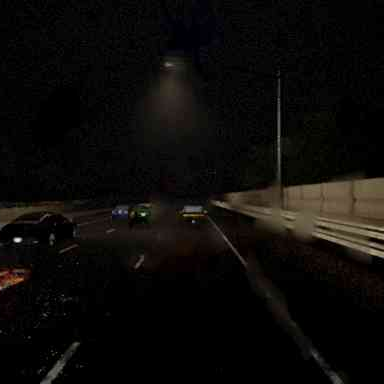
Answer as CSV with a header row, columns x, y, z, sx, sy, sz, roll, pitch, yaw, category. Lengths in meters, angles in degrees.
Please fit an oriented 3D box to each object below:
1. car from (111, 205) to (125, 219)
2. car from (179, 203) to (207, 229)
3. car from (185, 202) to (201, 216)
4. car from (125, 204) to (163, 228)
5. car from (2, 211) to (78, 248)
x,y,z,sx,sy,sz,roll,pitch,yaw,category
-6.897,2.013,34.265,2.033,1.411,5.357,0,-1,0,car
0.103,1.796,24.365,2.128,1.511,4.902,0,-1,0,car
0.103,2.088,41.448,1.837,1.490,4.892,0,-1,0,car
-3.398,1.672,25.372,2.097,1.767,4.553,0,-1,0,car
-6.898,1.680,15.605,1.837,1.490,4.892,0,-1,0,car
